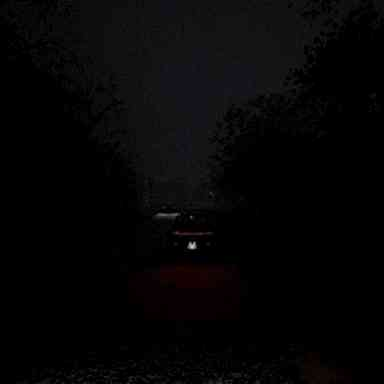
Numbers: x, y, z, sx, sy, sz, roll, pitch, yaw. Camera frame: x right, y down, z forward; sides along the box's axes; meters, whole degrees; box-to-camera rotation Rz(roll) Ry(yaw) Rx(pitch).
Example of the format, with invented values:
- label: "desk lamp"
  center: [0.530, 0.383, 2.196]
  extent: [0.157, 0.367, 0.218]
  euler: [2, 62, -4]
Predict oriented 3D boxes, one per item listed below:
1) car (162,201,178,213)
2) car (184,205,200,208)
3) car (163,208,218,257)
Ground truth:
- label: "car"
  center: [-2.765, 1.902, 42.800]
  extent: [1.882, 1.535, 5.008]
  euler: [0, -1, 1]
- label: "car"
  center: [0.030, 1.812, 28.884]
  extent: [1.812, 1.442, 4.674]
  euler: [0, 0, 0]
- label: "car"
  center: [0.022, 1.628, 13.498]
  extent: [2.128, 1.511, 4.902]
  euler: [0, 0, 0]
